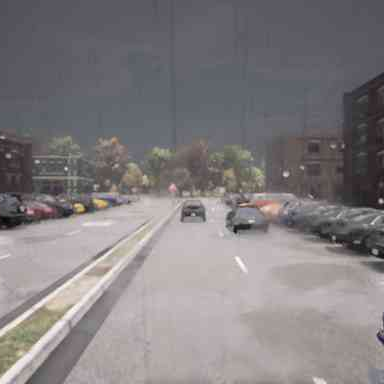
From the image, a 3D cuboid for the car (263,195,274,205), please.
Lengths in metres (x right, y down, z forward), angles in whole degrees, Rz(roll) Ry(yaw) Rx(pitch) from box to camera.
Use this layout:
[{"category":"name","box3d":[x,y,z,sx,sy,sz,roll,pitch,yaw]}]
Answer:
[{"category":"car","box3d":[7.672,1.267,23.263,4.553,1.767,2.185,0,0,0]}]

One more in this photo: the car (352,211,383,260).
[{"category":"car","box3d":[7.634,1.435,9.478,4.892,1.521,2.231,0,0,0]}]

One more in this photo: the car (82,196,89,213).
[{"category":"car","box3d":[-12.716,1.378,30.547,5.366,1.575,1.946,0,0,0]}]

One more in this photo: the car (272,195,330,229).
[{"category":"car","box3d":[7.610,1.273,20.505,4.553,1.767,2.185,0,0,0]}]

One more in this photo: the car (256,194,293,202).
[{"category":"car","box3d":[7.672,1.261,26.020,4.553,1.767,2.185,0,0,0]}]

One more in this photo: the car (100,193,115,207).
[{"category":"car","box3d":[-12.552,1.251,41.663,4.553,1.767,2.185,0,0,0]}]

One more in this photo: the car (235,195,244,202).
[{"category":"car","box3d":[7.456,1.374,34.292,5.366,1.575,1.946,0,0,0]}]

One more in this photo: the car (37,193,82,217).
[{"category":"car","box3d":[-12.504,1.132,27.642,5.566,2.045,2.435,0,0,0]}]

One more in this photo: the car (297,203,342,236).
[{"category":"car","box3d":[7.634,1.415,14.991,4.892,1.521,2.231,0,0,0]}]

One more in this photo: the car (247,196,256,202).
[{"category":"car","box3d":[7.647,1.383,28.777,5.008,1.535,2.097,0,0,0]}]

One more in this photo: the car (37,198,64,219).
[{"category":"car","box3d":[-12.532,1.426,24.924,4.674,1.452,2.002,0,0,0]}]

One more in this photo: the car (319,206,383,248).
[{"category":"car","box3d":[7.634,1.425,12.234,4.892,1.521,2.231,0,0,0]}]

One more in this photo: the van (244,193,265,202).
[{"category":"van","box3d":[7.524,1.154,31.534,4.442,1.987,1.878,0,0,0]}]

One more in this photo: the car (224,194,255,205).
[{"category":"car","box3d":[7.611,1.203,53.601,4.553,1.767,2.185,0,0,0]}]

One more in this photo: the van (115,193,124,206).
[{"category":"van","box3d":[-12.400,1.144,47.099,4.442,1.987,1.878,0,0,0]}]

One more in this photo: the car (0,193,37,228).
[{"category":"car","box3d":[-12.568,1.144,19.430,5.566,2.045,2.435,0,0,0]}]

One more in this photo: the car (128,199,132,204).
[{"category":"car","box3d":[-12.480,1.353,55.444,4.792,1.488,2.163,0,0,0]}]

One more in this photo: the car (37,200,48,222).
[{"category":"car","box3d":[-12.534,1.430,22.210,4.674,1.452,2.002,0,0,0]}]

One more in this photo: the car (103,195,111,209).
[{"category":"car","box3d":[-12.518,1.378,38.760,5.008,1.535,2.097,0,0,0]}]

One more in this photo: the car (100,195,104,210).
[{"category":"car","box3d":[-12.532,1.380,36.105,4.892,1.521,2.231,0,0,0]}]

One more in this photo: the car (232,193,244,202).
[{"category":"car","box3d":[7.670,1.123,37.049,5.566,2.045,2.435,0,0,0]}]

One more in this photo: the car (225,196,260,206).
[{"category":"car","box3d":[7.647,1.343,50.839,5.008,1.535,2.097,0,0,0]}]

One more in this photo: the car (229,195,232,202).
[{"category":"car","box3d":[7.648,1.370,42.563,4.892,1.521,2.231,0,0,0]}]

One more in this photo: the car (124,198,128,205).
[{"category":"car","box3d":[-12.546,1.231,50.008,4.553,1.767,2.185,0,0,0]}]

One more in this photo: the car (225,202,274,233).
[{"category":"car","box3d":[3.101,1.486,19.231,1.994,1.385,4.181,0,0,0]}]

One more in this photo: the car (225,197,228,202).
[{"category":"car","box3d":[7.639,1.393,48.083,4.674,1.452,2.002,0,0,0]}]

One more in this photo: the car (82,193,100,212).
[{"category":"car","box3d":[-12.557,1.129,33.327,5.566,2.045,2.435,0,0,0]}]

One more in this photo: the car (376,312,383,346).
[{"category":"car","box3d":[3.100,1.591,1.774,1.895,1.301,4.718,0,0,0]}]

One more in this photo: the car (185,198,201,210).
[{"category":"car","box3d":[0.102,1.491,41.872,1.895,1.301,4.718,0,0,0]}]

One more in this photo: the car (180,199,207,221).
[{"category":"car","box3d":[0.101,1.410,26.401,1.837,1.490,4.892,0,0,0]}]

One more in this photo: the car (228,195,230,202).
[{"category":"car","box3d":[7.611,1.236,45.325,4.553,1.767,2.185,0,0,0]}]
